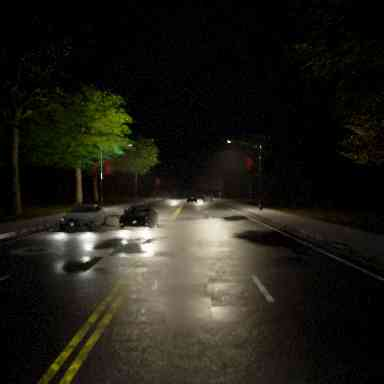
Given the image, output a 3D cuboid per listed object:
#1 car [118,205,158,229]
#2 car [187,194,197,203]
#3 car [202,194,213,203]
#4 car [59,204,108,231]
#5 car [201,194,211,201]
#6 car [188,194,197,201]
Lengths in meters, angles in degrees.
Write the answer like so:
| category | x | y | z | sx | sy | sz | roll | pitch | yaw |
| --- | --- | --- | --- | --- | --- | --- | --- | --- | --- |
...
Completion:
| category | x | y | z | sx | sy | sz | roll | pitch | yaw |
| --- | --- | --- | --- | --- | --- | --- | --- | --- | --- |
| car | -3.281 | 1.527 | 21.007 | 1.994 | 1.385 | 4.181 | 0 | 0 | 1 |
| car | 0.021 | 1.259 | 66.762 | 2.097 | 1.767 | 4.553 | 0 | 0 | 0 |
| car | 3.271 | 1.430 | 66.792 | 1.812 | 1.442 | 4.674 | 0 | 0 | 0 |
| car | -6.536 | 1.489 | 20.524 | 1.812 | 1.442 | 4.674 | 0 | 0 | 1 |
| car | 3.274 | 1.274 | 76.797 | 2.033 | 1.411 | 5.357 | 0 | 0 | 0 |
| car | 0.024 | 1.274 | 76.797 | 2.033 | 1.411 | 5.357 | 0 | 0 | 0 |
